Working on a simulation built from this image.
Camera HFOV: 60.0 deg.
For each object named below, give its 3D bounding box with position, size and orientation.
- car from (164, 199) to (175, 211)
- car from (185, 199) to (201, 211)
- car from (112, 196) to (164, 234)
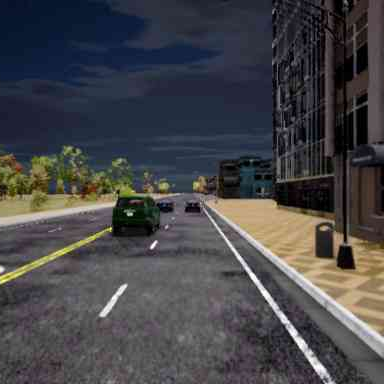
[{"bbox_3d":[-3.149,1.568,40.499,2.033,1.411,5.357,0,0,0],"label":"car"},{"bbox_3d":[0.100,1.568,40.446,2.033,1.411,5.357,0,0,0],"label":"car"},{"bbox_3d":[-3.152,1.233,19.586,2.150,2.045,5.566,0,0,0],"label":"car"}]
